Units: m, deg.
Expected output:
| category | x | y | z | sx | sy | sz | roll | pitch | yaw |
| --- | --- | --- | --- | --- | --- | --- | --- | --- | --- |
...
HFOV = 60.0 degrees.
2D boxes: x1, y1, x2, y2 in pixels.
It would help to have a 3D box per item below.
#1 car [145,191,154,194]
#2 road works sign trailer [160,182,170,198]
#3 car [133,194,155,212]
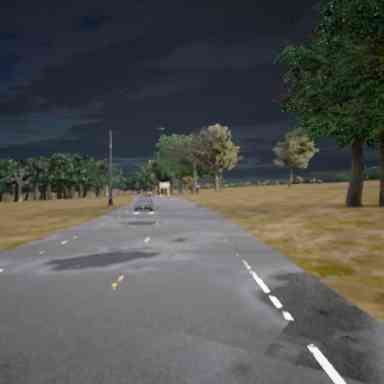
| category | x | y | z | sx | sy | sz | roll | pitch | yaw |
| --- | --- | --- | --- | --- | --- | --- | --- | --- | --- |
| car | -9.714 | 0.474 | 76.275 | 1.882 | 1.535 | 5.008 | 0 | 1 | -9 |
| road works sign trailer | -6.345 | -0.499 | 77.513 | 2.380 | 3.560 | 2.880 | 0 | 1 | -10 |
| car | -4.948 | 1.232 | 34.730 | 1.837 | 1.490 | 4.892 | 0 | 1 | -4 |
